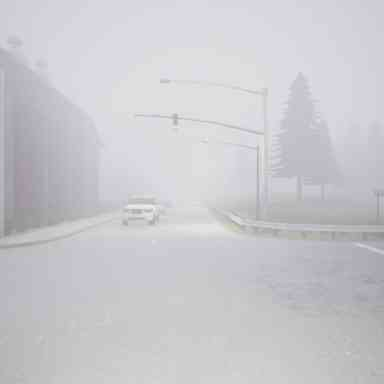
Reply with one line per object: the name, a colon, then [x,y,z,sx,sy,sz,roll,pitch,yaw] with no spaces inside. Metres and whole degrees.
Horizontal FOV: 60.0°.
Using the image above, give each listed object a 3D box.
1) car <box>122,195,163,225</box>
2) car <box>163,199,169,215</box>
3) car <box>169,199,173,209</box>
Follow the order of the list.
car: [-3.680,1.272,24.721,2.150,2.045,5.566,0,0,0]
car: [-3.724,1.594,34.736,1.812,1.442,4.674,0,0,0]
car: [-3.770,1.693,47.236,1.895,1.301,4.718,0,0,0]
